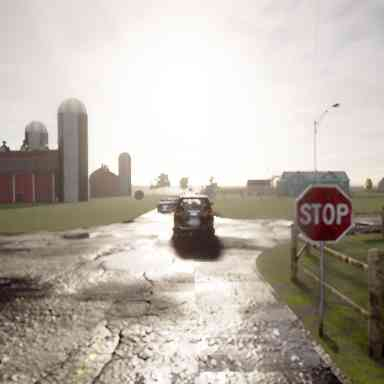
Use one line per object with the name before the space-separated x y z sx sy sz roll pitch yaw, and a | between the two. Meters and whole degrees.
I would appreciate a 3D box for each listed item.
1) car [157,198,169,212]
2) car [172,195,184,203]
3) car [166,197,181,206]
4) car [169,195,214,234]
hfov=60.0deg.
car | -2.857 1.416 37.558 2.128 1.511 4.902 0 0 0
car | -2.793 1.419 66.148 2.033 1.411 5.357 0 0 0
car | -2.853 1.461 51.815 1.994 1.385 4.181 0 0 0
car | 0.086 1.173 19.279 2.150 2.045 5.566 0 1 0
